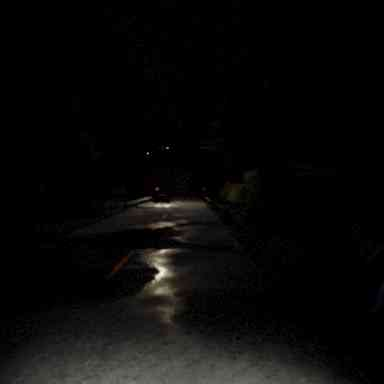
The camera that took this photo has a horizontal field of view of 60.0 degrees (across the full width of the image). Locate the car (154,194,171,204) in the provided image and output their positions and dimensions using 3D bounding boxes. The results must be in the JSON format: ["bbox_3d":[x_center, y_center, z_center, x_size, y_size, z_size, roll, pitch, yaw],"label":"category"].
[{"bbox_3d":[-4.011,0.927,45.795,1.994,1.385,4.181,0,1,1],"label":"car"}]

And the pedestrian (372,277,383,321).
[{"bbox_3d":[3.126,1.116,5.139,0.375,1.860,0.375,0,1,0],"label":"pedestrian"}]
